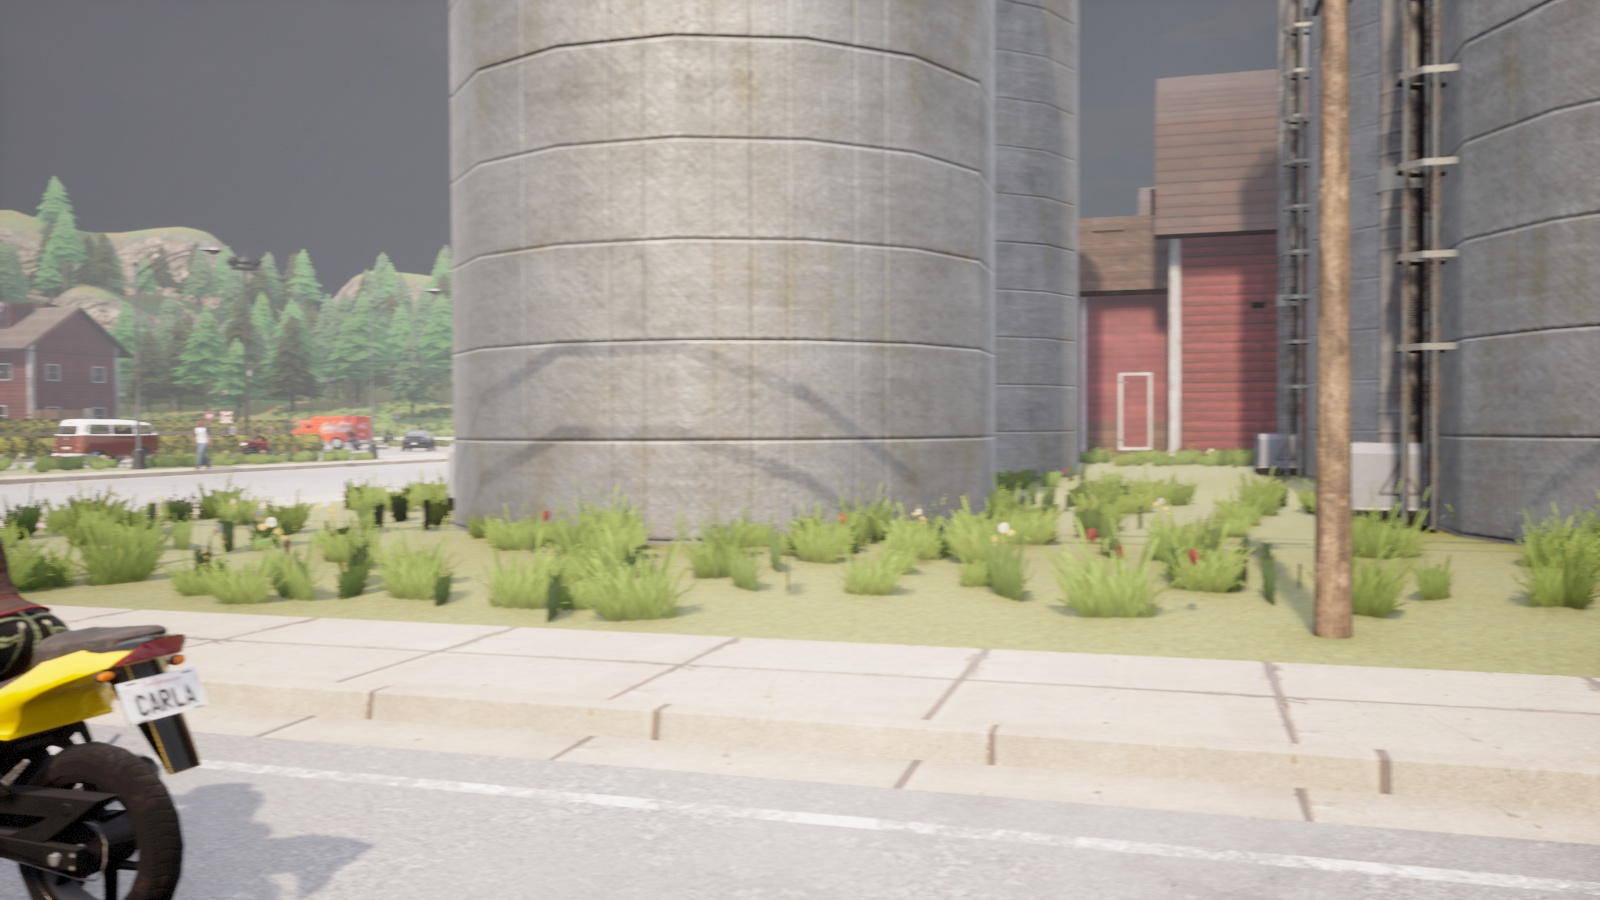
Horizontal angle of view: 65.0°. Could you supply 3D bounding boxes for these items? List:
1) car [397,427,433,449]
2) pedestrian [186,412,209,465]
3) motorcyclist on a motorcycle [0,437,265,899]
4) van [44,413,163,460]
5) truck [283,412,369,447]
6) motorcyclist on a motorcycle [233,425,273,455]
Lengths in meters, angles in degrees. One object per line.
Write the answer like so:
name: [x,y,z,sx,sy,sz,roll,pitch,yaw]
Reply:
car: [-25.933,-0.826,84.674,1.812,1.442,4.674,0,1,-10]
pedestrian: [-20.987,-0.407,43.743,0.354,1.836,0.706,0,1,15]
motorcyclist on a motorcycle: [-2.838,0.723,4.015,2.044,1.523,0.797,1,1,18]
van: [-31.816,-0.629,57.495,2.069,2.038,4.480,1,1,20]
truck: [-34.275,-1.487,90.943,5.204,2.467,2.627,0,1,10]
motorcyclist on a motorcycle: [-29.065,-0.538,66.733,0.797,1.523,2.044,0,1,16]
